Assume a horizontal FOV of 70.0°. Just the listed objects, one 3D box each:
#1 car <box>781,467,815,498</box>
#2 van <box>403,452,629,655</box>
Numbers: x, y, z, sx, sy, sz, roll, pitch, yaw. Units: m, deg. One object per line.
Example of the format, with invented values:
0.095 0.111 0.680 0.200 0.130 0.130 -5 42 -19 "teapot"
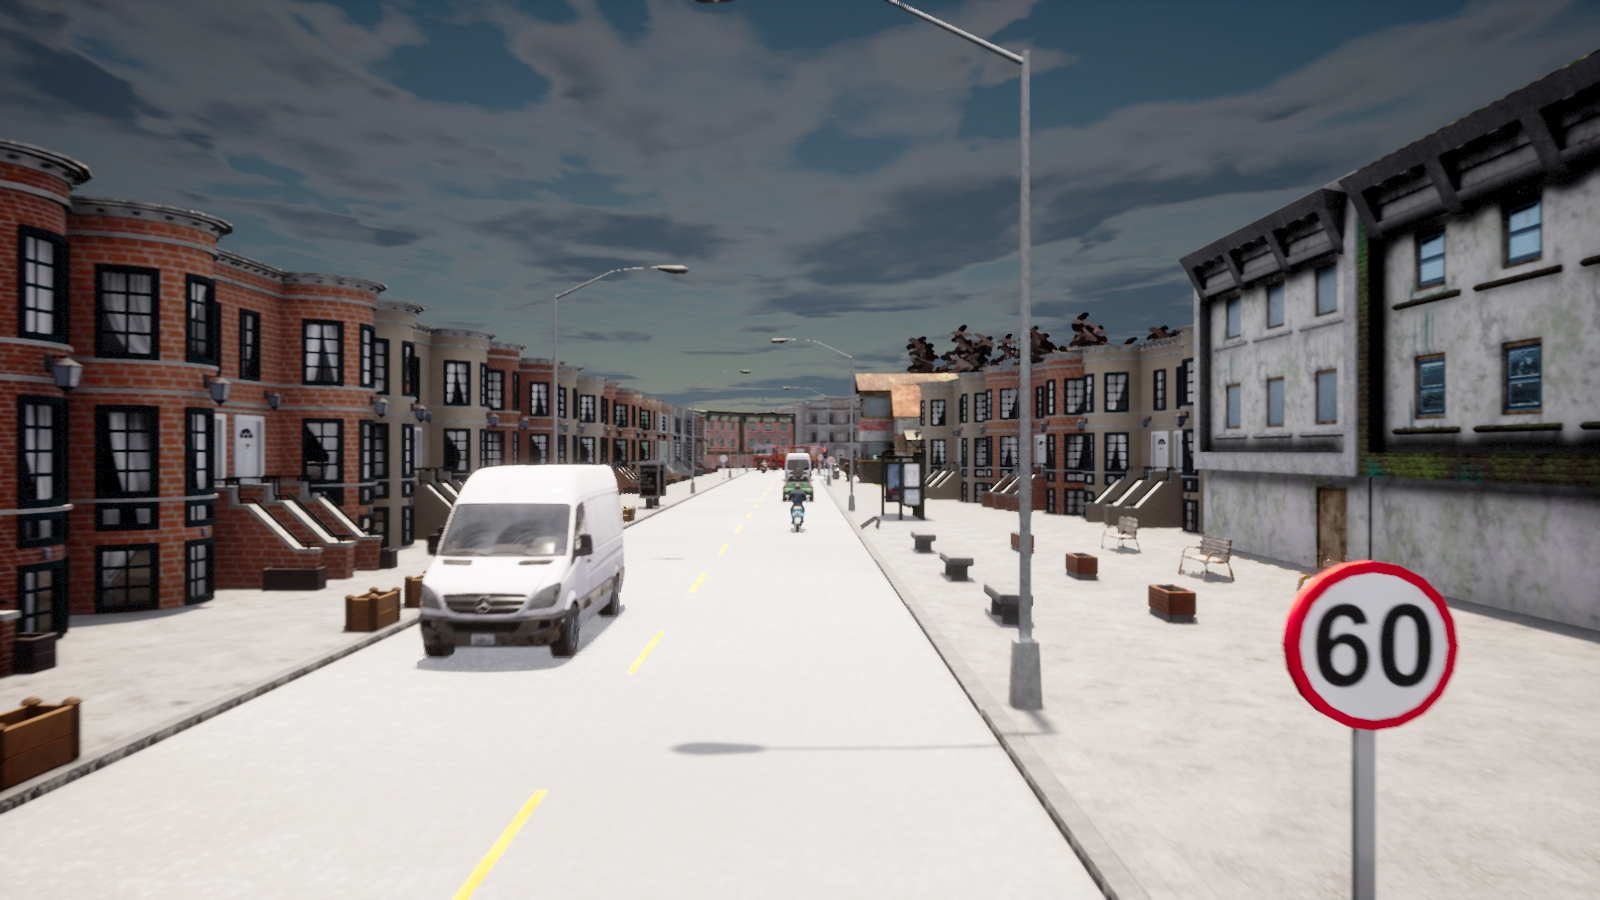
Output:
-0.114 1.780 63.151 1.851 1.617 3.988 0 0 0 "car"
-4.045 1.314 17.447 1.988 2.561 5.915 0 0 0 "van"
